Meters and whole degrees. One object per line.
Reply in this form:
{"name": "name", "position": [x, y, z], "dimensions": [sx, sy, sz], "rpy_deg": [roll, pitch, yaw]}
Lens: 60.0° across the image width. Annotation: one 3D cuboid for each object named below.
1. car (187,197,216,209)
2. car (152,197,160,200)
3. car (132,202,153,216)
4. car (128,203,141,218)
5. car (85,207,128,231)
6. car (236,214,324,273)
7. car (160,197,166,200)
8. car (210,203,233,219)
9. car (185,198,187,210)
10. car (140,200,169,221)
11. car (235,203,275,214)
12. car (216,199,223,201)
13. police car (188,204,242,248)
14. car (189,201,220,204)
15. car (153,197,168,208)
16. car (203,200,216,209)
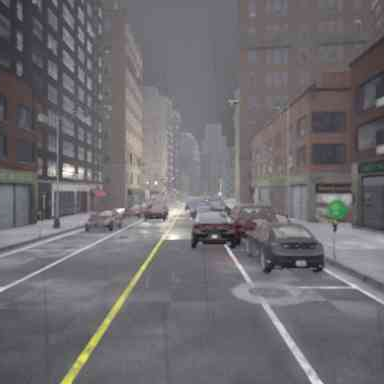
{"name": "car", "position": [0.823, 1.631, 31.517], "dimensions": [2.097, 1.767, 4.553], "rpy_deg": [0, 0, 0]}
{"name": "car", "position": [-5.698, 1.823, 43.891], "dimensions": [1.967, 1.590, 4.097], "rpy_deg": [-1, 0, 0]}
{"name": "car", "position": [-5.694, 1.919, 38.382], "dimensions": [1.802, 1.307, 4.206], "rpy_deg": [-1, 0, 0]}
{"name": "car", "position": [-5.692, 1.873, 32.874], "dimensions": [1.802, 1.307, 4.206], "rpy_deg": [-1, 0, 0]}
{"name": "car", "position": [-5.686, 1.778, 21.859], "dimensions": [1.802, 1.307, 4.206], "rpy_deg": [-1, -1, 0]}
{"name": "car", "position": [2.845, 1.649, 10.867], "dimensions": [2.008, 1.369, 4.403], "rpy_deg": [-1, -1, 0]}
{"name": "car", "position": [-5.705, 1.788, 54.907], "dimensions": [2.192, 1.841, 5.009], "rpy_deg": [-1, 0, 0]}
{"name": "car", "position": [2.833, 1.857, 32.892], "dimensions": [1.947, 1.339, 4.313], "rpy_deg": [-1, 0, 0]}
{"name": "car", "position": [-0.024, 1.994, 49.667], "dimensions": [1.994, 1.385, 4.181], "rpy_deg": [0, 0, 0]}
{"name": "car", "position": [-3.114, 1.743, 29.873], "dimensions": [1.882, 1.535, 5.008], "rpy_deg": [0, 0, 0]}
{"name": "car", "position": [2.839, 1.462, 16.376], "dimensions": [2.192, 1.841, 5.009], "rpy_deg": [-1, -1, 0]}
{"name": "car", "position": [2.831, 1.864, 38.568], "dimensions": [1.752, 1.417, 4.829], "rpy_deg": [-1, 0, 0]}
{"name": "police car", "position": [0.891, 1.566, 15.657], "dimensions": [1.930, 1.638, 5.238], "rpy_deg": [0, -1, 0]}
{"name": "car", "position": [0.886, 1.706, 25.547], "dimensions": [1.882, 1.535, 5.008], "rpy_deg": [0, -1, 0]}
{"name": "car", "position": [-5.708, 1.831, 60.415], "dimensions": [2.192, 1.841, 5.009], "rpy_deg": [-1, 0, 0]}
{"name": "car", "position": [2.822, 2.038, 54.917], "dimensions": [1.947, 1.339, 4.313], "rpy_deg": [-1, 0, 0]}
